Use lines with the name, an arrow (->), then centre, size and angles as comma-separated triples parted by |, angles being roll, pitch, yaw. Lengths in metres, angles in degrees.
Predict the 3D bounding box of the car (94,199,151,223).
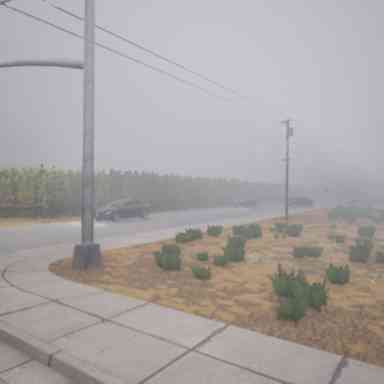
car -> -4.961, 1.282, 23.874 | 1.837, 1.490, 4.892 | 1, 1, 33

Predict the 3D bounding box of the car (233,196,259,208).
car -> 6.959, 1.267, 42.538 | 1.837, 1.490, 4.892 | 1, 0, 33

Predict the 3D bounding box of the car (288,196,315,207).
car -> 15.227, 1.325, 46.519 | 4.892, 1.490, 1.837 | 1, 0, -39
